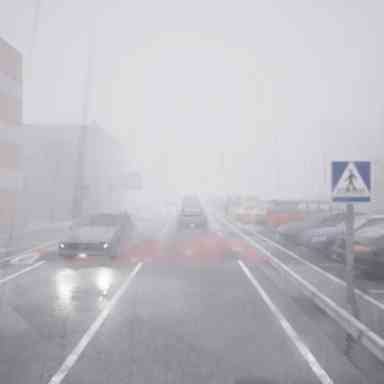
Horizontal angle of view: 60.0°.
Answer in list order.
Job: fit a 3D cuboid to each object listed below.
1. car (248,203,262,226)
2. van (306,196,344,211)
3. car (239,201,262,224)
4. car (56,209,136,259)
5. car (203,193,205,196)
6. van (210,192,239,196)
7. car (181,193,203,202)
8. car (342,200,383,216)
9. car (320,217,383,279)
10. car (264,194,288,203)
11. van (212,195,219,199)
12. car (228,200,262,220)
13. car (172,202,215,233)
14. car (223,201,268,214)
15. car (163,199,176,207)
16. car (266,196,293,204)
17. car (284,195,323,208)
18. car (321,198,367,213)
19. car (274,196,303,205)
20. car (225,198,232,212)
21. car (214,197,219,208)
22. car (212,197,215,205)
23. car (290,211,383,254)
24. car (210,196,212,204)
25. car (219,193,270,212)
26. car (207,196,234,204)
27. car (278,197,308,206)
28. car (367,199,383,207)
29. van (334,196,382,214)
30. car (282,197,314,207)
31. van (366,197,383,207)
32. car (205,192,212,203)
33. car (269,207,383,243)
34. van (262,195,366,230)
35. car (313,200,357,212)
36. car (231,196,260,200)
[{"bbox_3d":[6.064,1.601,20.135,4.674,1.452,2.002,0,0,-1],"label":"car"},{"bbox_3d":[18.215,1.513,45.769,4.442,1.987,1.878,0,0,-1],"label":"van"},{"bbox_3d":[6.218,1.578,22.962,5.366,1.575,1.946,0,0,-1],"label":"car"},{"bbox_3d":[-3.399,1.413,12.950,2.033,1.411,5.357,0,4,0],"label":"car"},{"bbox_3d":[5.419,1.512,76.666,4.792,1.488,2.163,0,1,-1],"label":"car"},{"bbox_3d":[5.744,1.466,56.886,4.442,1.987,1.878,0,1,-1],"label":"van"},{"bbox_3d":[-0.155,1.442,40.672,2.150,2.045,5.566,0,-1,-1],"label":"car"},{"bbox_3d":[18.471,1.661,34.474,4.892,1.521,2.231,0,0,-1],"label":"car"},{"bbox_3d":[6.199,1.522,8.832,4.674,1.452,2.002,0,0,-1],"label":"car"},{"bbox_3d":[18.005,1.415,71.198,4.553,1.767,2.185,0,1,-1],"label":"car"},{"bbox_3d":[5.810,1.522,51.356,4.442,1.987,1.878,0,0,-1],"label":"van"},{"bbox_3d":[5.813,1.598,25.784,5.366,1.575,1.946,0,0,-1],"label":"car"},{"bbox_3d":[0.013,1.620,20.503,2.128,1.511,4.902,0,0,0],"label":"car"},{"bbox_3d":[5.866,1.720,37.087,4.674,1.452,2.002,0,0,-1],"label":"car"},{"bbox_3d":[-3.739,1.823,55.431,1.895,1.301,4.718,0,0,0],"label":"car"},{"bbox_3d":[18.063,1.570,68.500,5.008,1.535,2.097,0,1,-1],"label":"car"},{"bbox_3d":[18.206,1.468,54.381,5.566,2.045,2.435,0,1,-1],"label":"car"},{"bbox_3d":[18.366,1.575,40.246,4.553,1.767,2.185,0,0,-1],"label":"car"},{"bbox_3d":[18.142,1.632,62.729,4.892,1.521,2.231,0,1,-1],"label":"car"},{"bbox_3d":[6.117,1.637,31.439,5.366,1.575,1.946,0,0,-1],"label":"car"},{"bbox_3d":[5.791,1.719,42.738,5.008,1.535,2.097,0,0,-1],"label":"car"},{"bbox_3d":[5.731,1.794,48.398,4.674,1.452,2.002,0,0,-1],"label":"car"},{"bbox_3d":[6.171,1.542,11.658,4.674,1.452,2.002,0,0,-1],"label":"car"},{"bbox_3d":[5.663,1.762,54.062,4.674,1.452,2.002,0,1,-1],"label":"car"},{"bbox_3d":[5.926,1.409,34.264,5.566,2.045,2.435,0,0,-1],"label":"car"},{"bbox_3d":[5.520,1.602,65.362,5.008,1.535,2.097,0,1,-1],"label":"car"},{"bbox_3d":[18.138,1.689,60.031,4.792,1.488,2.163,0,1,-1],"label":"car"},{"bbox_3d":[18.535,1.621,28.952,5.008,1.535,2.097,0,0,-1],"label":"car"},{"bbox_3d":[18.550,1.454,37.301,4.442,1.987,1.878,0,0,-1],"label":"van"},{"bbox_3d":[18.171,1.719,57.207,4.792,1.488,2.163,0,1,-1],"label":"car"},{"bbox_3d":[18.614,1.414,31.652,4.442,1.987,1.878,0,0,-1],"label":"van"},{"bbox_3d":[5.565,1.411,59.709,5.566,2.045,2.435,0,1,-1],"label":"car"},{"bbox_3d":[6.105,1.551,14.484,4.792,1.488,2.163,0,0,-1],"label":"car"},{"bbox_3d":[6.217,1.315,17.312,4.442,1.987,1.878,0,0,-1],"label":"van"},{"bbox_3d":[18.398,1.749,42.943,4.792,1.488,2.163,0,-1,-1],"label":"car"},{"bbox_3d":[5.996,1.495,28.612,4.553,1.767,2.185,0,0,-1],"label":"car"}]
